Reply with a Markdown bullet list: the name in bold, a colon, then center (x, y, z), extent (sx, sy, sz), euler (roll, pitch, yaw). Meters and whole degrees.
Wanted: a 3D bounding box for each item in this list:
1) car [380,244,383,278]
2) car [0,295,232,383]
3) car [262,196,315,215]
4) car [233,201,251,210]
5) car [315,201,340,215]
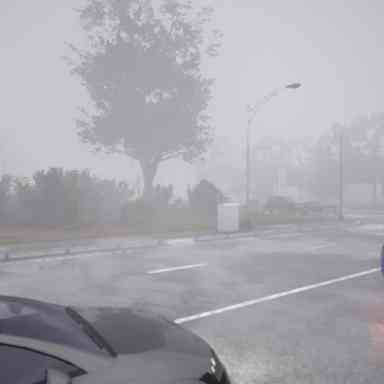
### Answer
- **car**: center (6.857, 1.571, 8.652), extent (5.008, 1.535, 1.882), euler (1, 0, -36)
- **car**: center (-1.672, 1.565, 2.549), extent (4.181, 1.385, 1.994), euler (1, 0, -36)
- **car**: center (10.858, 1.498, 38.278), extent (2.150, 2.045, 5.566), euler (1, 0, -31)
- **car**: center (5.585, 1.872, 46.498), extent (1.895, 1.301, 4.718), euler (1, 0, -33)
- **car**: center (14.726, 1.798, 38.679), extent (2.128, 1.511, 4.902), euler (1, 0, -33)
